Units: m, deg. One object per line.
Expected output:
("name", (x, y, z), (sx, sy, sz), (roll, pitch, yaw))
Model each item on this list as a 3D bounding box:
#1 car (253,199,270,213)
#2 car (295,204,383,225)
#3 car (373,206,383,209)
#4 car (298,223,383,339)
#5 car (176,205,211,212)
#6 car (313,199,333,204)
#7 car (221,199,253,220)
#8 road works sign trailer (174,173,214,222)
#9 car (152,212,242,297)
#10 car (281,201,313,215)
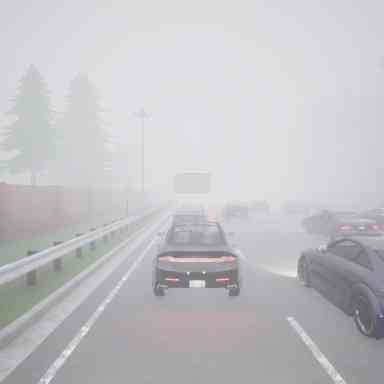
("car", (7.092, 1.492, 36.109), (2.128, 1.511, 4.902), (0, 0, 0))
("car", (7.097, 1.547, 16.418), (2.033, 1.411, 5.357), (0, 0, 0))
("car", (10.596, 1.490, 18.005), (2.128, 1.511, 4.902), (0, 0, 0))
("car", (3.599, 1.564, 6.577), (1.994, 1.385, 4.181), (0, 0, 0))
("car", (0.036, 1.474, 19.038), (1.882, 1.535, 5.008), (0, 0, 5))
("car", (14.097, 1.526, 36.520), (1.812, 1.442, 4.674), (0, 0, 0))
("car", (3.594, 1.477, 28.345), (1.882, 1.535, 5.008), (0, 0, 0))
("road works sign trailer", (0.060, 0.464, 22.957), (2.380, 3.560, 2.880), (0, 0, -1))
("car", (0.098, 1.491, 8.595), (2.128, 1.511, 4.902), (0, 0, 0))
("car", (10.592, 1.564, 34.478), (1.994, 1.385, 4.181), (0, 0, 0))
